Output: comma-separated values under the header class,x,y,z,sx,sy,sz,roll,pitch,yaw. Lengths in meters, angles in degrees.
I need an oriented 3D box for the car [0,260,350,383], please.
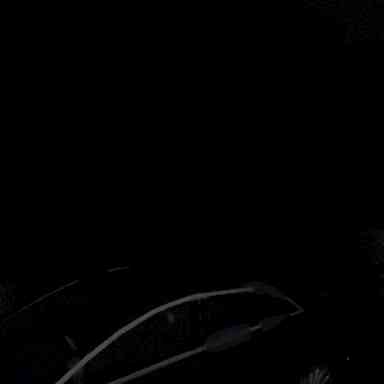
class,x,y,z,sx,sy,sz,roll,pitch,yaw
car,-0.537,1.491,2.992,4.902,1.511,2.128,0,0,-35
